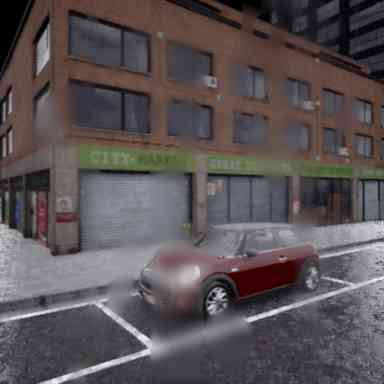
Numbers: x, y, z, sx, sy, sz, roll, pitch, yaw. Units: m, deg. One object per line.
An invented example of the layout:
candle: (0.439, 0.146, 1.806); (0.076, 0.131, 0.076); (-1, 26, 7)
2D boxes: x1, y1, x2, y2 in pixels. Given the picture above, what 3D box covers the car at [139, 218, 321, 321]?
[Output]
car: (0.908, 1.426, 7.182); (4.097, 1.590, 1.967); (0, 0, -35)
